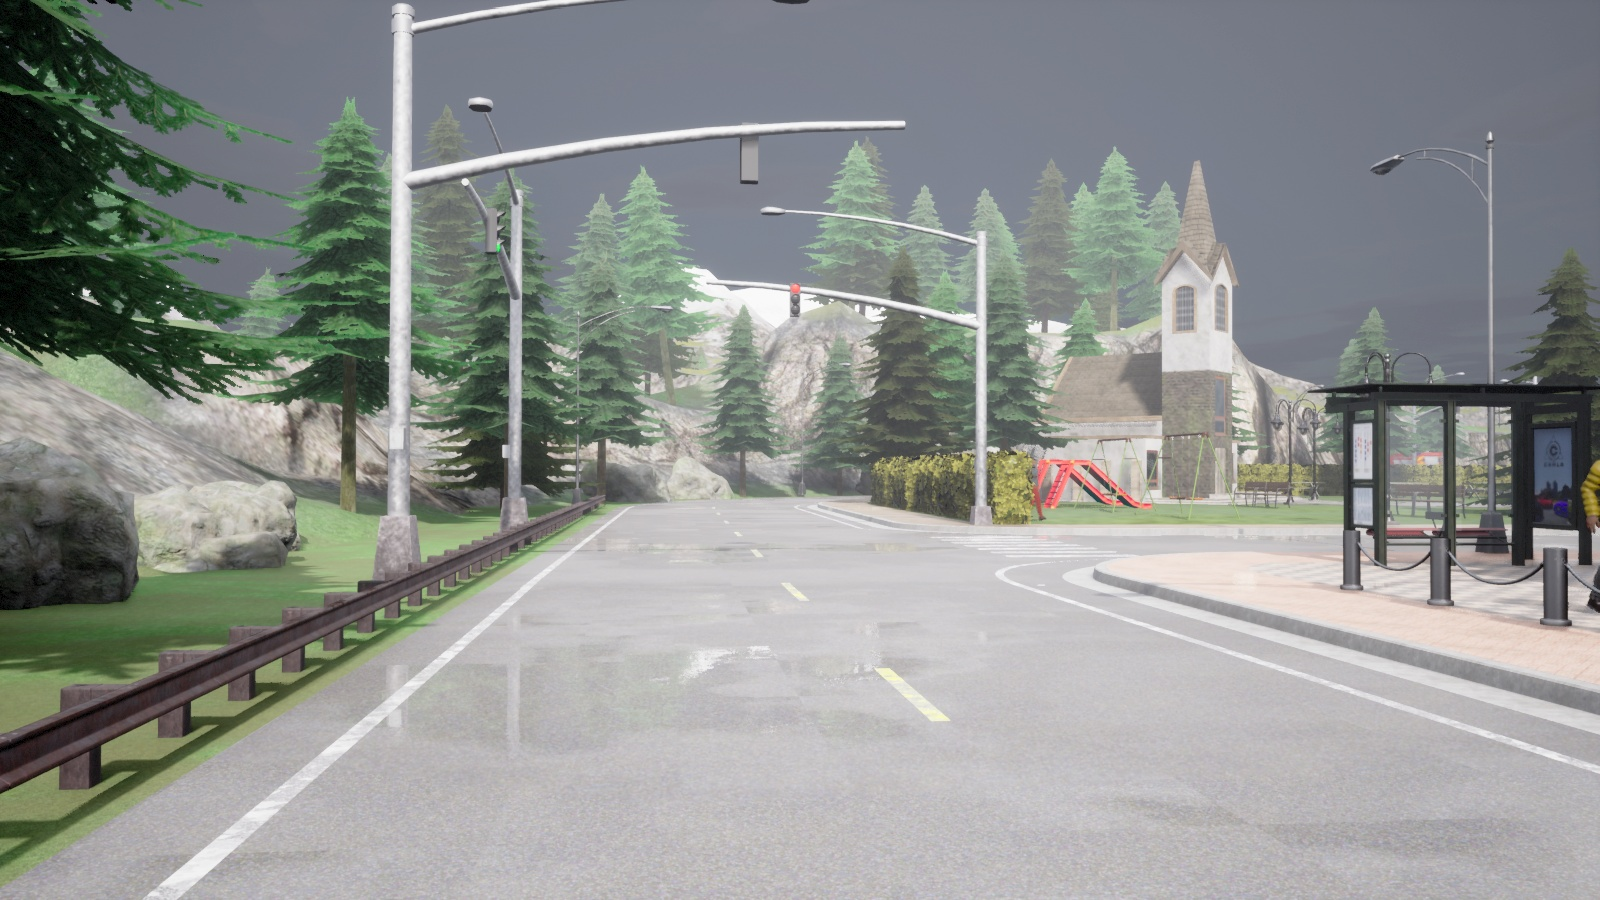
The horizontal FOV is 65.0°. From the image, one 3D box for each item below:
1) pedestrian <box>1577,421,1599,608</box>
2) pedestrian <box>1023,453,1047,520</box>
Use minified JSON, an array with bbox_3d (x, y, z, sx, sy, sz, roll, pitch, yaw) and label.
[{"bbox_3d":[8.101,0.637,12.326,0.431,1.840,0.709,0,-1,-8],"label":"pedestrian"},{"bbox_3d":[6.562,1.017,35.056,0.353,1.847,0.614,0,-1,-27],"label":"pedestrian"}]
